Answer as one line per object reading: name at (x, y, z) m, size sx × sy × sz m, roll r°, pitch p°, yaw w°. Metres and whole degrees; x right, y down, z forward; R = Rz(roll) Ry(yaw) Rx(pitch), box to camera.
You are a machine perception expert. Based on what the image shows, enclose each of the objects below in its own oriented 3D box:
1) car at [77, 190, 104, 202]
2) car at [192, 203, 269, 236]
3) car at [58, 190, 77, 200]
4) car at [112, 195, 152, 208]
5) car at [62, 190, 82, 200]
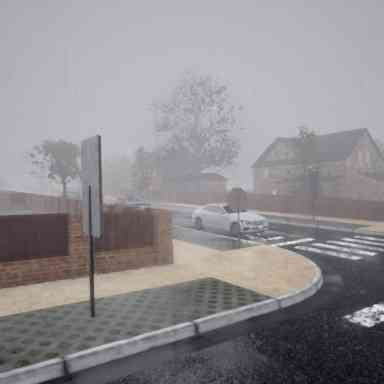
car at (-13.324, 0.575, 44.441) m, size 1.882 × 1.535 × 5.008 m, roll -2°, pitch 2°, yaw -34°
car at (1.814, 1.304, 17.299) m, size 1.812 × 1.442 × 4.674 m, roll -2°, pitch 2°, yaw -36°
car at (-16.374, 0.631, 43.886) m, size 2.128 × 1.511 × 4.902 m, roll -2°, pitch 2°, yaw -34°
car at (-4.957, 1.028, 27.116) m, size 2.128 × 1.511 × 4.902 m, roll -2°, pitch 2°, yaw -34°
car at (-19.072, 0.414, 52.749) m, size 1.837 × 1.490 × 4.892 m, roll -2°, pitch 2°, yaw -34°
